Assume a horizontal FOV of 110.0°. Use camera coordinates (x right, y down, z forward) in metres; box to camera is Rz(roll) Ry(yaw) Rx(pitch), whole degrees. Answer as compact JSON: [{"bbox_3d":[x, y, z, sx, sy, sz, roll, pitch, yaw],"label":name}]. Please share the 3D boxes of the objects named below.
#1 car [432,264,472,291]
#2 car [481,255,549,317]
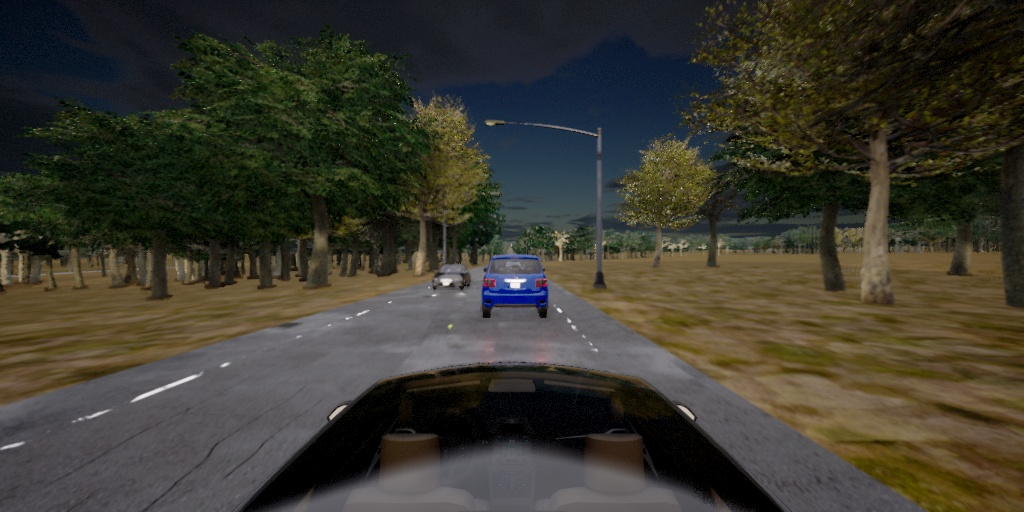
[{"bbox_3d":[-3.596,1.269,22.026,2.128,1.511,4.902,0,0,0],"label":"car"},{"bbox_3d":[0.097,0.976,13.355,2.150,2.045,5.566,0,0,0],"label":"car"}]
